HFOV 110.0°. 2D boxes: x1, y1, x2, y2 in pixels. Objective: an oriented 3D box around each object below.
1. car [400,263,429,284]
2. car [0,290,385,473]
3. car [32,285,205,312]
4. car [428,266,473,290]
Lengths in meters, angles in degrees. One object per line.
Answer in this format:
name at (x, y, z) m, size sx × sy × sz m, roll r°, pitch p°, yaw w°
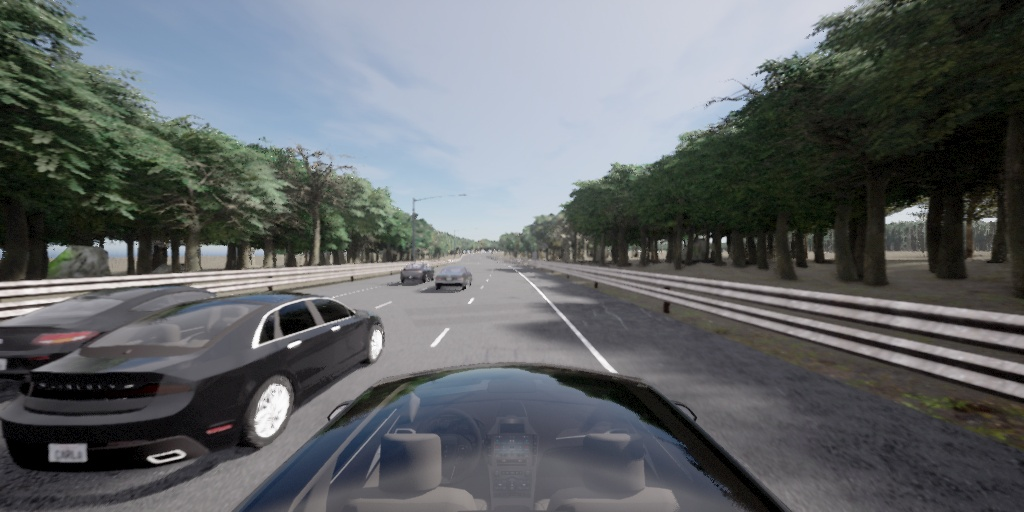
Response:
car at (-7.221, 1.318, 27.829) m, size 2.128 × 1.511 × 4.902 m, roll 0°, pitch 0°, yaw -1°
car at (-3.445, 1.268, 5.214) m, size 1.837 × 1.490 × 4.892 m, roll 0°, pitch 0°, yaw 0°
car at (-6.945, 1.293, 7.123) m, size 1.812 × 1.442 × 4.674 m, roll 0°, pitch 0°, yaw 0°
car at (-3.626, 1.359, 22.974) m, size 2.033 × 1.411 × 5.357 m, roll 0°, pitch 0°, yaw -1°
